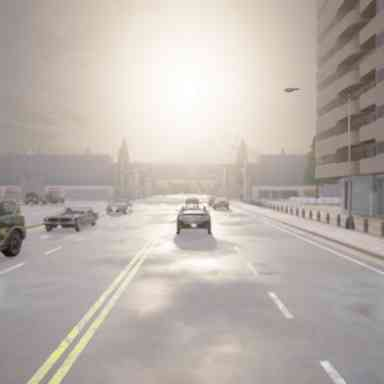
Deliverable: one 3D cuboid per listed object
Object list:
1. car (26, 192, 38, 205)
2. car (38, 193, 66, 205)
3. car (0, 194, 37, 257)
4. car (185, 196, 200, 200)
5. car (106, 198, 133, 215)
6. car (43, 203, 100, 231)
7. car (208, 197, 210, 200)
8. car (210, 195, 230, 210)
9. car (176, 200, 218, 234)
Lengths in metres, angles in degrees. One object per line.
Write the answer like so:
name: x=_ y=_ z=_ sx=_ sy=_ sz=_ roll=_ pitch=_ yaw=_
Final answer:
car: x=-23.949 y=0.956 z=50.813 sx=1.905 sy=1.878 sz=3.866 roll=0 pitch=0 yaw=0
car: x=-21.055 y=0.953 z=50.749 sx=1.932 sy=1.855 sz=4.605 roll=0 pitch=0 yaw=0
car: x=-7.095 y=1.200 z=9.892 sx=2.150 sy=2.045 sz=5.566 roll=0 pitch=0 yaw=0
car: x=0.039 y=1.305 z=44.522 sx=1.882 sy=1.535 sz=5.008 roll=0 pitch=0 yaw=0
car: x=-7.077 y=1.371 z=32.773 sx=2.128 sy=1.511 sz=4.902 roll=0 pitch=0 yaw=0
car: x=-7.091 y=1.536 z=20.000 sx=1.895 sy=1.301 sz=4.718 roll=0 pitch=0 yaw=0
car: x=3.494 y=1.159 z=49.345 sx=2.097 sy=1.767 sz=4.553 roll=0 pitch=0 yaw=0
car: x=3.495 y=1.372 z=40.399 sx=1.812 sy=1.442 sz=4.674 roll=0 pitch=0 yaw=0
car: x=0.098 y=1.431 z=18.951 sx=2.128 sy=1.511 sz=4.902 roll=0 pitch=0 yaw=0
